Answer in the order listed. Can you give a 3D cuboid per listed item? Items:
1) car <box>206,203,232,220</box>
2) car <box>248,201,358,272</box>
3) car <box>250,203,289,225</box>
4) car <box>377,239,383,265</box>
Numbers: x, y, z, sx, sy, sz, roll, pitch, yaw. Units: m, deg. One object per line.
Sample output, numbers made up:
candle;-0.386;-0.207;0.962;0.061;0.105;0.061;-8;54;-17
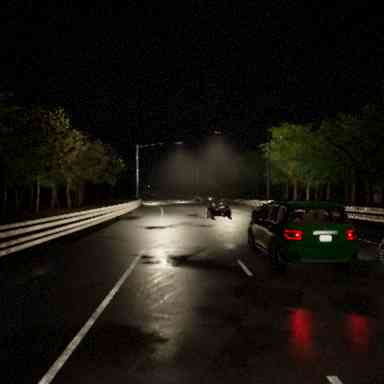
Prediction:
car;2.479;1.752;31.236;2.128;1.511;4.902;0;0;-4
car;3.419;1.320;11.352;2.150;2.045;5.566;0;0;-1
car;6.236;1.728;27.275;1.837;1.490;4.892;0;0;-3
car;6.967;1.600;8.908;1.812;1.442;4.674;0;0;-1
